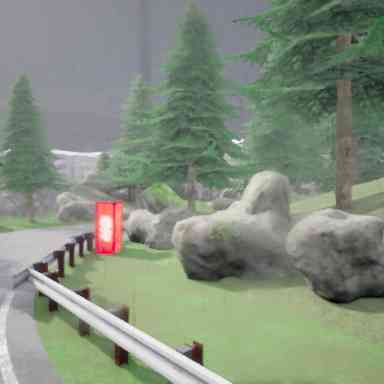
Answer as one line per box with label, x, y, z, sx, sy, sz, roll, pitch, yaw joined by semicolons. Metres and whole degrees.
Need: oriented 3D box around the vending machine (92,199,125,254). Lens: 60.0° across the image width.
vending machine;-3.346;1.360;13.414;1.100;2.100;0.880;0;-1;2
